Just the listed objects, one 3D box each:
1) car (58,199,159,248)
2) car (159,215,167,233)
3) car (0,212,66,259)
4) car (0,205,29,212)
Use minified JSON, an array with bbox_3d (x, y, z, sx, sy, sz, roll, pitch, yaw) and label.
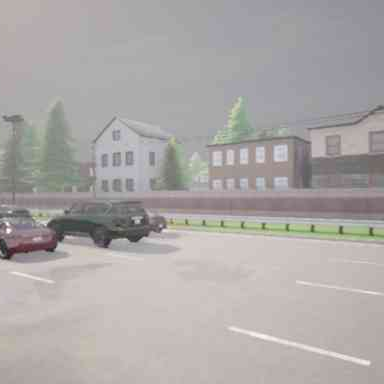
[{"bbox_3d":[-4.495,1.365,15.691,5.566,2.045,2.150,0,0,36],"label":"car"},{"bbox_3d":[-3.545,1.680,19.332,4.674,1.442,1.812,0,0,36],"label":"car"},{"bbox_3d":[-7.277,1.715,13.389,4.181,1.385,1.994,-1,0,36],"label":"car"},{"bbox_3d":[-15.435,1.824,27.817,4.892,1.490,1.837,0,0,36],"label":"car"}]
